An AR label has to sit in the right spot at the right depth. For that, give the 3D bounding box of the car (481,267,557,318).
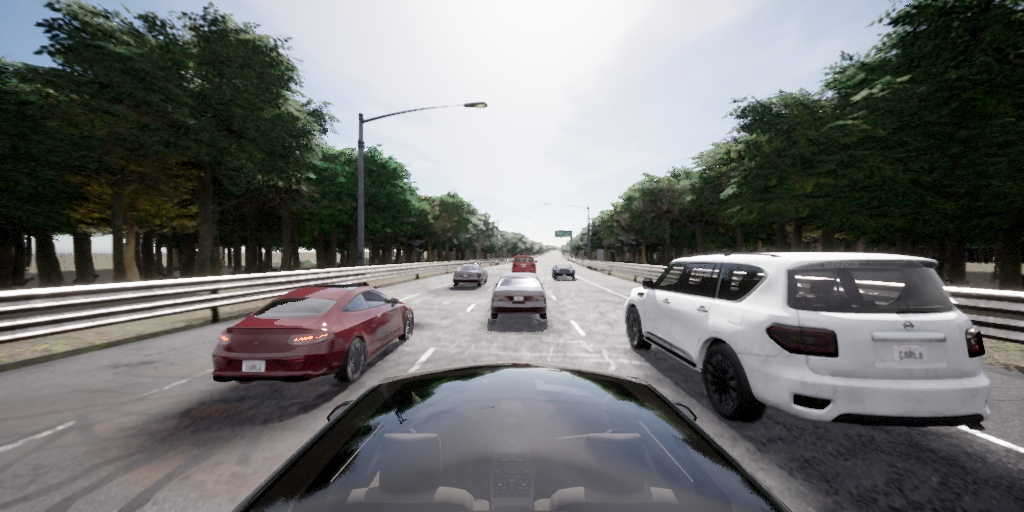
[{"bbox_3d":[0.258,1.298,13.008,2.033,1.411,5.357,0,0,1],"label":"car"}]

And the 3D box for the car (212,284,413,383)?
[{"bbox_3d":[-3.350,1.273,6.975,1.812,1.442,4.674,0,0,0],"label":"car"}]

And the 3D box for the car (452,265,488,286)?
[{"bbox_3d":[-2.808,1.297,24.976,2.033,1.411,5.357,0,0,3],"label":"car"}]

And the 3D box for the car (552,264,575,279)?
[{"bbox_3d":[4.662,1.359,32.994,1.895,1.301,4.718,0,0,4],"label":"car"}]

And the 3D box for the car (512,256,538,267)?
[{"bbox_3d":[1.167,0.976,33.190,2.150,2.045,5.566,0,0,4],"label":"car"}]

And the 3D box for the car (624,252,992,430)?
[{"bbox_3d":[3.644,0.974,5.941,2.150,2.045,5.566,0,0,1],"label":"car"}]
